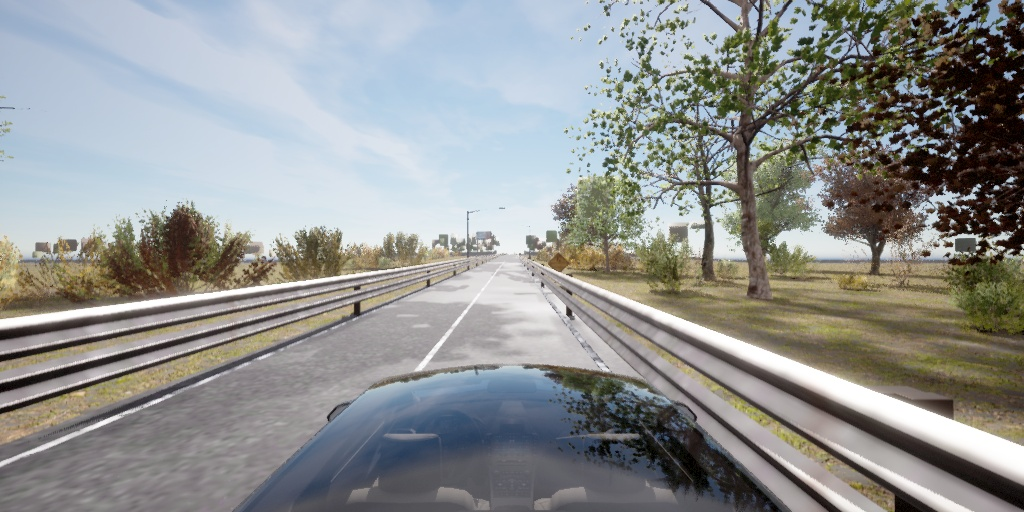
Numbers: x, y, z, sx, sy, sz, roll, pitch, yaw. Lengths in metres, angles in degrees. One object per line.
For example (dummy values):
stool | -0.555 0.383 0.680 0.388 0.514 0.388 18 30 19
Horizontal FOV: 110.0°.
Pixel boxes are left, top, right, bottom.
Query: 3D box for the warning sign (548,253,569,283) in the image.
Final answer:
warning sign | 2.850 0.728 21.754 1.300 1.860 1.060 0 0 0
